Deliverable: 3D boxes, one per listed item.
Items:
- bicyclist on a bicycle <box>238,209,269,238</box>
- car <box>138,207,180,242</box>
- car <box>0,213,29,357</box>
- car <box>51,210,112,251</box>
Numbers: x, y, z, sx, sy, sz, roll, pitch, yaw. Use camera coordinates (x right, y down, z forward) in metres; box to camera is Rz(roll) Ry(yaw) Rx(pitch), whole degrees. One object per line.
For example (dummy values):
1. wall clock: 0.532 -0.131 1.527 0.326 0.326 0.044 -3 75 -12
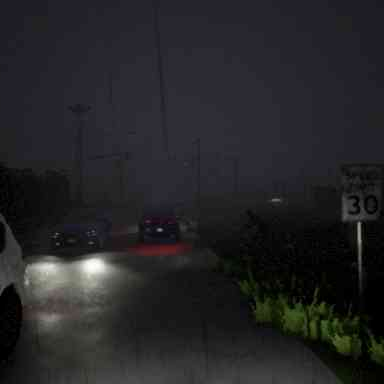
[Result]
1. bicyclist on a bicycle: 2.105 1.397 11.287 1.656 1.620 0.582 -1 0 -6
2. car: -1.688 1.501 16.906 1.882 1.535 5.008 -1 0 -7
3. car: -3.468 1.296 3.109 2.150 2.045 5.566 -1 0 -7
4. car: -4.789 1.571 14.978 1.882 1.535 5.008 -1 0 -6
